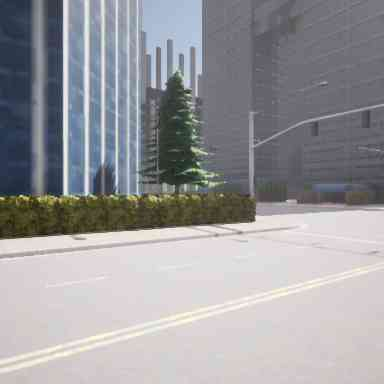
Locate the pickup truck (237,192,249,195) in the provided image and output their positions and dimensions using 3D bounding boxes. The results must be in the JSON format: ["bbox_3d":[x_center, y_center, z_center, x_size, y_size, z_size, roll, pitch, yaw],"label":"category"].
[{"bbox_3d":[10.868,1.056,69.356,2.390,2.098,6.274,0,0,-6],"label":"pickup truck"}]
